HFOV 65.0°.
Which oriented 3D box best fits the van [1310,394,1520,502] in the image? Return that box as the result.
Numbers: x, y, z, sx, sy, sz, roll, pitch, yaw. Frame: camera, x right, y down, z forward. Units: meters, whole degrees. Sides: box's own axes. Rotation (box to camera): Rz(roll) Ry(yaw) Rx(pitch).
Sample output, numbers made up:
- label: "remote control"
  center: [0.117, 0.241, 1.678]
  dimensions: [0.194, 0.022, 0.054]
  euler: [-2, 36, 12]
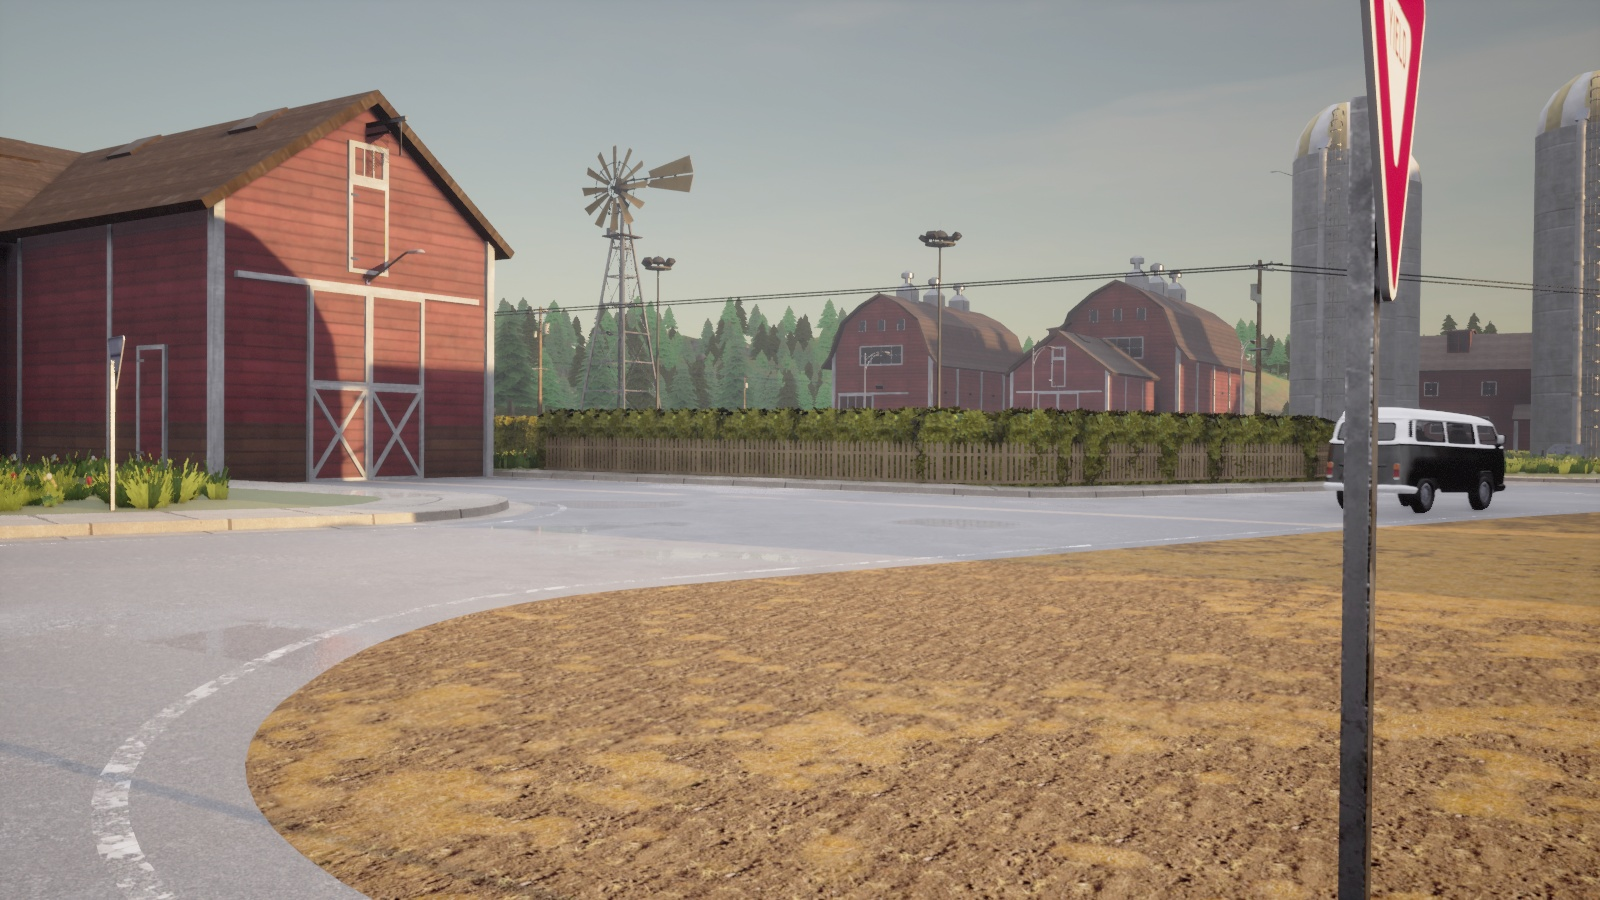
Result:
- label: "van"
  center: [12.660, -0.031, 25.747]
  dimensions: [4.480, 2.038, 2.069]
  euler: [0, 0, -37]
